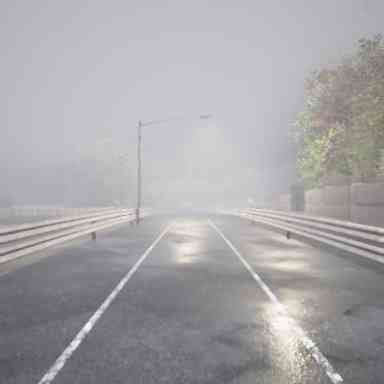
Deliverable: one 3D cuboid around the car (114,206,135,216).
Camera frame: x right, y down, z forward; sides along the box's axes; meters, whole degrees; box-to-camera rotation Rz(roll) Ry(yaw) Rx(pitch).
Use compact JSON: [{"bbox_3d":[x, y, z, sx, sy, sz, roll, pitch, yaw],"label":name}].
[{"bbox_3d":[-8.606,2.613,43.289,1.812,1.442,4.674,-2,-3,42],"label":"car"}]
